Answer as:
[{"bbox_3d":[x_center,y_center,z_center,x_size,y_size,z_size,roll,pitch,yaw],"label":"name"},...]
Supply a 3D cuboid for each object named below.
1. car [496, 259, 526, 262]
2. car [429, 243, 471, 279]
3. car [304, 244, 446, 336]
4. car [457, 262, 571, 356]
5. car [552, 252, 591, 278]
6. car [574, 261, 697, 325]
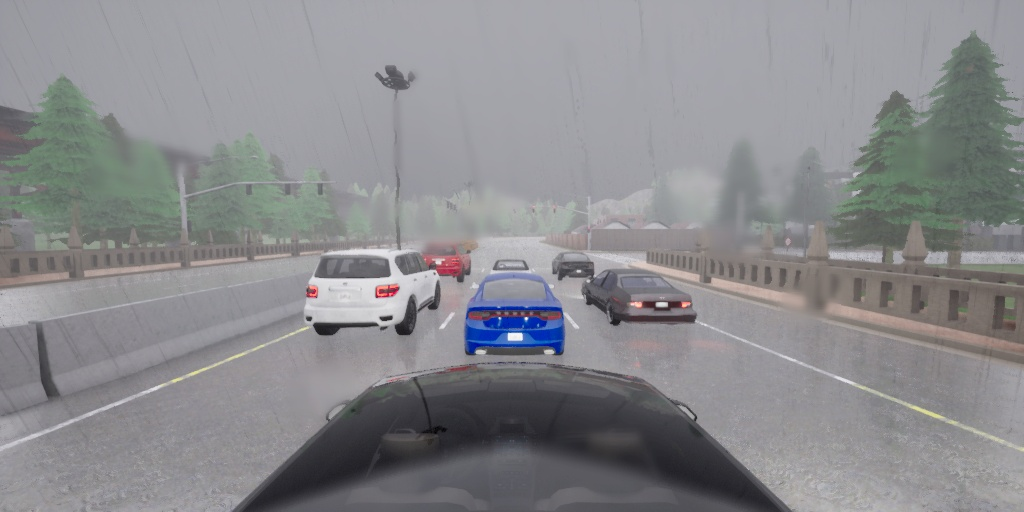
[{"bbox_3d":[-0.065,0.795,17.472,1.895,1.301,4.718,0,3,-1],"label":"car"},{"bbox_3d":[-3.594,0.259,20.044,2.150,2.045,5.566,0,4,-1],"label":"car"},{"bbox_3d":[-3.480,0.804,10.054,2.150,2.045,5.566,0,2,-1],"label":"car"},{"bbox_3d":[0.035,1.114,8.423,1.882,1.535,5.008,0,2,0],"label":"car"},{"bbox_3d":[3.428,0.480,20.736,1.882,1.535,5.008,0,3,0],"label":"car"},{"bbox_3d":[3.506,1.094,10.978,2.033,1.411,5.357,0,2,-1],"label":"car"}]
